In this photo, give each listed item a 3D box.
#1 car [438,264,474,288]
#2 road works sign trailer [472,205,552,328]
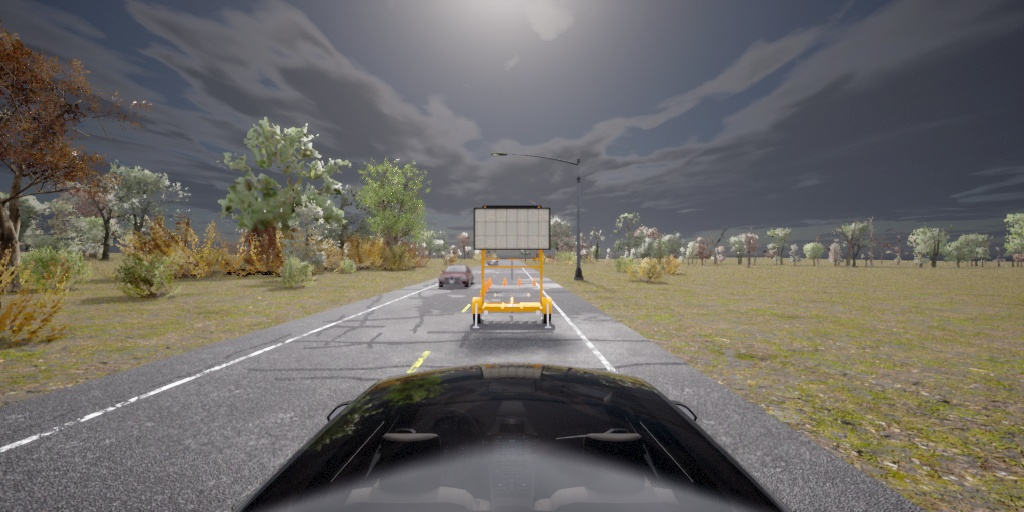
[{"bbox_3d":[-3.597,1.281,23.774,1.812,1.442,4.674,0,0,0],"label":"car"},{"bbox_3d":[0.002,0.216,11.344,2.380,3.560,2.880,0,0,0],"label":"road works sign trailer"}]
